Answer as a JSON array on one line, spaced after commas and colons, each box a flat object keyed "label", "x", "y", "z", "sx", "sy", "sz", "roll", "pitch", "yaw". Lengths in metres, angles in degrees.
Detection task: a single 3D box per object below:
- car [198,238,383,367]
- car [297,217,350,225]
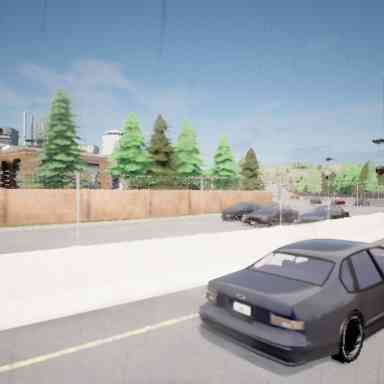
[{"label": "car", "x": 2.596, "y": 1.565, "z": 5.921, "sx": 5.357, "sy": 1.411, "sz": 2.033, "roll": 0, "pitch": 0, "yaw": -39}, {"label": "car", "x": 8.649, "y": 1.611, "z": 21.510, "sx": 2.033, "sy": 1.411, "sz": 5.357, "roll": 0, "pitch": 0, "yaw": 42}]
